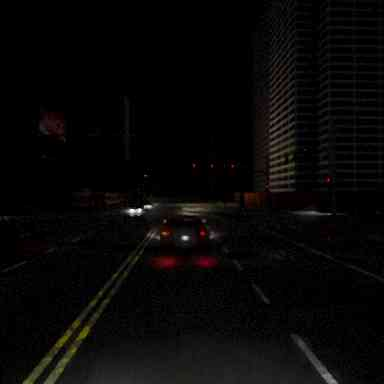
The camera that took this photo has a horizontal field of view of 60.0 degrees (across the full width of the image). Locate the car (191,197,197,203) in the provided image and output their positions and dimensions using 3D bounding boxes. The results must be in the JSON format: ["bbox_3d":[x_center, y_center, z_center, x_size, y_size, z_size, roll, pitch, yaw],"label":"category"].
[{"bbox_3d":[0.550,2.215,94.093,2.128,1.511,4.902,0,0,-2],"label":"car"}]

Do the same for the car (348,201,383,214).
[{"bbox_3d":[21.092,1.766,38.137,4.902,1.511,2.128,0,0,-2],"label":"car"}]

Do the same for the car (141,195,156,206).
[{"bbox_3d":[-9.139,2.004,68.480,2.128,1.511,4.902,0,0,-2],"label":"car"}]

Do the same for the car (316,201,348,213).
[{"bbox_3d":[18.449,1.847,41.543,5.357,1.411,2.033,0,0,-2],"label":"car"}]

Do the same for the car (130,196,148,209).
[{"bbox_3d":[-8.734,1.882,52.948,2.128,1.511,4.902,0,0,-2],"label":"car"}]

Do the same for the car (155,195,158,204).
[{"bbox_3d":[-9.567,1.828,81.896,2.150,2.045,5.566,0,0,-2],"label":"car"}]

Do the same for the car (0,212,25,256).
[{"bbox_3d":[-7.387,1.608,10.837,1.812,1.442,4.674,0,0,-2],"label":"car"}]

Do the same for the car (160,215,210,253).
[{"bbox_3d":[-0.311,1.669,14.198,1.994,1.385,4.181,0,0,-2],"label":"car"}]

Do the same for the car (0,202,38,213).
[{"bbox_3d":[-21.239,1.899,39.869,4.718,1.301,1.895,0,0,0],"label":"car"}]
